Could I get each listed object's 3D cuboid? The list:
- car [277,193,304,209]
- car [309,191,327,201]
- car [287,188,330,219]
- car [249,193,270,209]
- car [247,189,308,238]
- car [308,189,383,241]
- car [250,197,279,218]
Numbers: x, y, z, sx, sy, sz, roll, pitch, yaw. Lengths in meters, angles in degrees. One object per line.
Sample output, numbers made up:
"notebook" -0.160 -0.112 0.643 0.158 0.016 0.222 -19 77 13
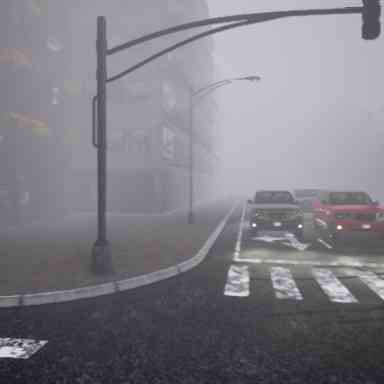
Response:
"car" 10.477 0.874 35.689 2.128 1.511 4.902 0 1 10
"car" 20.088 0.666 53.286 1.812 1.442 4.674 0 1 9
"car" 8.761 0.757 25.562 2.150 2.045 5.566 0 1 10
"car" 7.199 0.917 35.842 2.033 1.411 5.357 0 1 10
"car" 3.866 0.892 16.015 2.150 2.045 5.566 0 1 9
"car" 7.048 0.913 15.351 2.150 2.045 5.566 0 1 9
"car" 5.471 1.125 25.611 1.895 1.301 4.718 0 1 9
